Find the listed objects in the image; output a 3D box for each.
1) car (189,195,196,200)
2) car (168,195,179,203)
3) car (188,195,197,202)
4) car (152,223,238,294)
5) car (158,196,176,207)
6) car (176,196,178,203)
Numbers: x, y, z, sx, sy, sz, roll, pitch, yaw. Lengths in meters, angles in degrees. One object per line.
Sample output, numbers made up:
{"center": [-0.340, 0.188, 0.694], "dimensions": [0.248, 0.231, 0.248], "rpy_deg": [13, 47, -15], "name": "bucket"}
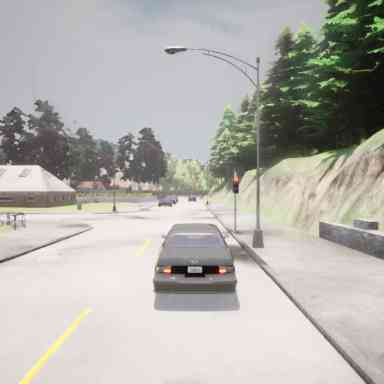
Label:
{"center": [0.120, 1.408, 86.044], "dimensions": [1.812, 1.442, 4.674], "rpy_deg": [0, 0, 0], "name": "car"}
{"center": [-3.900, 1.525, 71.148], "dimensions": [2.128, 1.511, 4.902], "rpy_deg": [0, 0, 0], "name": "car"}
{"center": [0.106, 1.516, 75.684], "dimensions": [2.128, 1.511, 4.902], "rpy_deg": [0, 0, 0], "name": "car"}
{"center": [0.071, 1.547, 8.931], "dimensions": [2.033, 1.411, 5.357], "rpy_deg": [0, 0, 0], "name": "car"}
{"center": [-4.024, 1.564, 51.053], "dimensions": [1.994, 1.385, 4.181], "rpy_deg": [0, 0, 0], "name": "car"}
{"center": [-3.980, 1.478, 61.056], "dimensions": [1.882, 1.535, 5.008], "rpy_deg": [0, 0, 1], "name": "car"}
